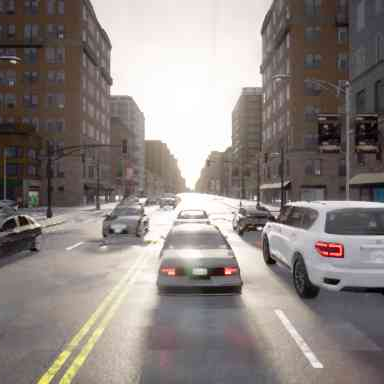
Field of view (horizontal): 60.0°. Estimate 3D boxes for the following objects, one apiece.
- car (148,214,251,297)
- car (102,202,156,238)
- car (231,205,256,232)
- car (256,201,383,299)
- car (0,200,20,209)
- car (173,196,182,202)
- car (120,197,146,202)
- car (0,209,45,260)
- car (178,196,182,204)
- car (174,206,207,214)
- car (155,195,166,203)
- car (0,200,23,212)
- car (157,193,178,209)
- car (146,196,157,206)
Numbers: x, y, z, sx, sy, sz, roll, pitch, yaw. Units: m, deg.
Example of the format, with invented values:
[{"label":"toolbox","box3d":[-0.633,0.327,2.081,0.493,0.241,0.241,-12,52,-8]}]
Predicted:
[{"label":"car","box3d":[0.080,1.548,8.777,2.033,1.411,5.357,0,0,-2]},{"label":"car","box3d":[-3.362,1.492,17.572,2.128,1.511,4.902,0,0,0]},{"label":"car","box3d":[3.335,1.506,18.455,1.837,1.490,4.892,0,0,1]},{"label":"car","box3d":[3.342,1.222,8.598,2.150,2.045,5.566,0,0,0]},{"label":"car","box3d":[-19.740,1.485,32.793,4.902,1.511,2.128,0,0,0]},{"label":"car","box3d":[-3.317,1.542,76.026,1.994,1.385,4.181,0,0,0]},{"label":"car","box3d":[-6.629,1.362,35.841,2.097,1.767,4.553,0,0,0]},{"label":"car","box3d":[-6.608,1.507,11.016,1.837,1.490,4.892,0,-1,0]},{"label":"car","box3d":[-3.366,1.471,62.944,1.882,1.535,5.008,0,0,0]},{"label":"car","box3d":[0.069,1.602,18.426,1.895,1.301,4.718,0,0,2]},{"label":"car","box3d":[-6.561,1.469,69.851,1.882,1.535,5.008,0,0,0]},{"label":"car","box3d":[-22.157,1.580,38.291,4.313,1.339,1.947,0,0,0]},{"label":"car","box3d":[-3.274,1.220,45.405,2.150,2.045,5.566,0,0,-3]},{"label":"car","box3d":[-6.638,1.501,55.344,1.837,1.490,4.892,0,0,0]}]
